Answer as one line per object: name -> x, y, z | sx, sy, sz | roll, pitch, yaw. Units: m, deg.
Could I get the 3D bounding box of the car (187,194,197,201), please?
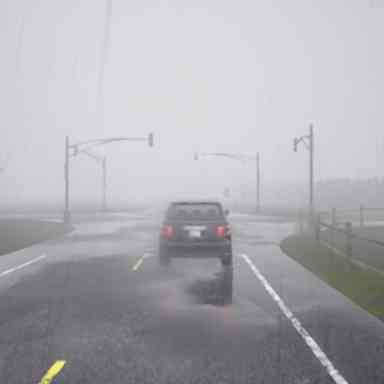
car -> 0.051, 1.340, 79.532 | 2.128, 1.511, 4.902 | 0, 0, 5

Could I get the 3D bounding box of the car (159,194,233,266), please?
car -> 0.155, 1.217, 11.616 | 2.150, 2.045, 5.566 | 0, 0, 2

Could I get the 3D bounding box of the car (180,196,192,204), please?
car -> -1.179, 1.551, 64.023 | 1.895, 1.301, 4.718 | 0, 0, 4
